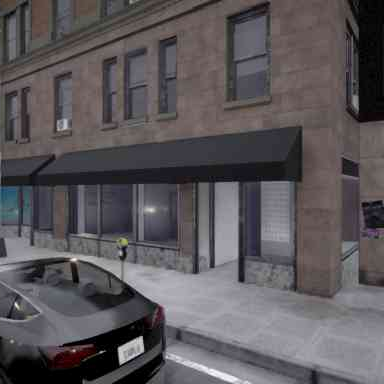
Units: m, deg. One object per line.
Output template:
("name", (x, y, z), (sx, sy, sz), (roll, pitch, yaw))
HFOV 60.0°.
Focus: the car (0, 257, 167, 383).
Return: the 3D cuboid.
("car", (-2.280, 1.566, 4.428), (4.313, 1.339, 1.947), (0, 0, 35))
